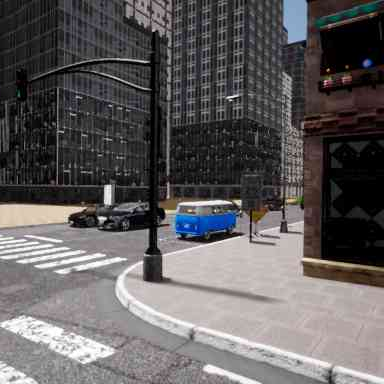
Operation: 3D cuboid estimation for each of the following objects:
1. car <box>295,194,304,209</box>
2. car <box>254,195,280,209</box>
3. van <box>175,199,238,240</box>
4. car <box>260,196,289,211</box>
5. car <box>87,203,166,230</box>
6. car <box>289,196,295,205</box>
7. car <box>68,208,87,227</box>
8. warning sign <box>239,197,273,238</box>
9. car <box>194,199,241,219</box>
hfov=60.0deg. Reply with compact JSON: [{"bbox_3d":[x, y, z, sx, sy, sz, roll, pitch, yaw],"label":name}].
[{"bbox_3d":[15.417,1.159,42.100,2.150,2.045,5.566,1,1,36],"label":"car"},{"bbox_3d":[10.038,1.293,44.428,1.967,1.590,4.097,1,1,35],"label":"car"},{"bbox_3d":[0.825,1.368,17.030,1.690,1.788,3.998,1,1,35],"label":"van"},{"bbox_3d":[9.395,1.425,39.033,1.812,1.442,4.674,1,1,36],"label":"car"},{"bbox_3d":[-3.669,1.431,20.709,2.128,1.511,4.902,1,1,35],"label":"car"},{"bbox_3d":[16.356,1.363,53.305,1.752,1.417,4.829,1,1,35],"label":"car"},{"bbox_3d":[-6.005,1.467,21.893,1.947,1.339,4.313,1,1,35],"label":"car"},{"bbox_3d":[3.106,1.177,16.135,1.300,1.860,1.060,1,1,35],"label":"warning sign"},{"bbox_3d":[2.357,1.424,29.168,1.837,1.490,4.892,1,1,36],"label":"car"}]
